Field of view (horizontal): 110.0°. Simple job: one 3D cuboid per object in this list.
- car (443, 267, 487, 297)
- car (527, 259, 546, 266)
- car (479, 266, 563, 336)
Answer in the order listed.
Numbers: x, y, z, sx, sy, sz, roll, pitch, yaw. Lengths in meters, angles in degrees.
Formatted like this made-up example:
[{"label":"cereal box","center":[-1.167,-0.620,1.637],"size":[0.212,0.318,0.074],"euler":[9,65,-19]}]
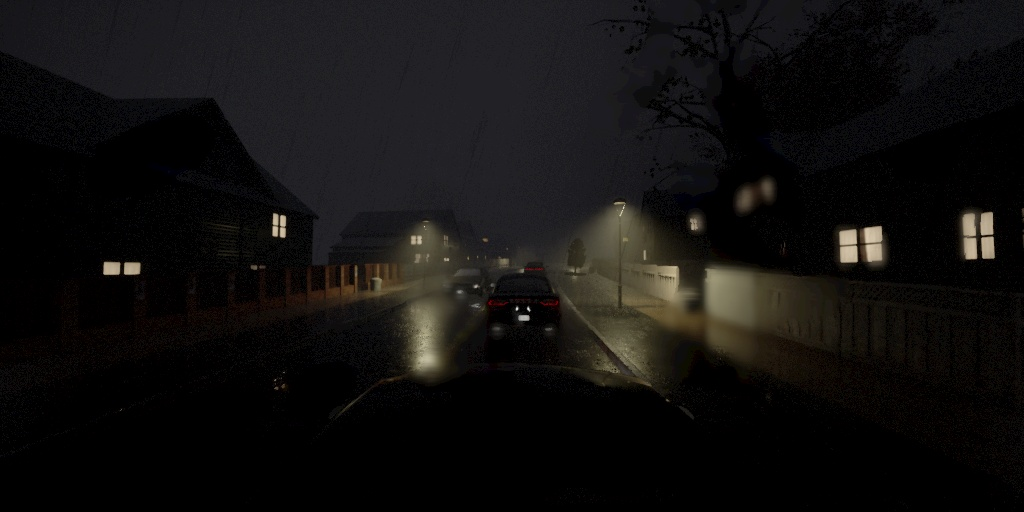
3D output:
[{"label":"car","center":[-2.139,1.308,19.091],"size":[2.033,1.411,5.357],"euler":[0,0,4]},{"label":"car","center":[2.102,1.245,31.436],"size":[1.837,1.490,4.892],"euler":[0,0,7]},{"label":"car","center":[0.345,1.230,10.477],"size":[1.882,1.535,5.008],"euler":[0,0,2]}]
